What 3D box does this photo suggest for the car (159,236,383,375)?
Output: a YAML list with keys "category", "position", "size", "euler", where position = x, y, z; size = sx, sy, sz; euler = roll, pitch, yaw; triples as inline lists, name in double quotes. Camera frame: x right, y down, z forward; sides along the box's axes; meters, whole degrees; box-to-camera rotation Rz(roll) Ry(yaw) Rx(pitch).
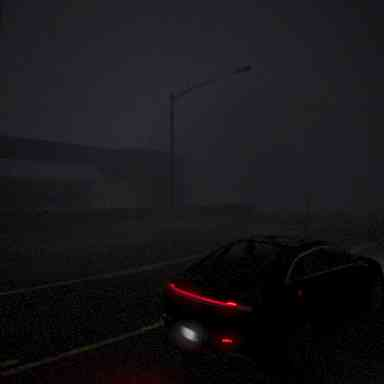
- category: "car"
  position: [1.714, 1.516, 5.735]
  size: [4.902, 1.511, 2.128]
  euler: [0, 0, -44]
